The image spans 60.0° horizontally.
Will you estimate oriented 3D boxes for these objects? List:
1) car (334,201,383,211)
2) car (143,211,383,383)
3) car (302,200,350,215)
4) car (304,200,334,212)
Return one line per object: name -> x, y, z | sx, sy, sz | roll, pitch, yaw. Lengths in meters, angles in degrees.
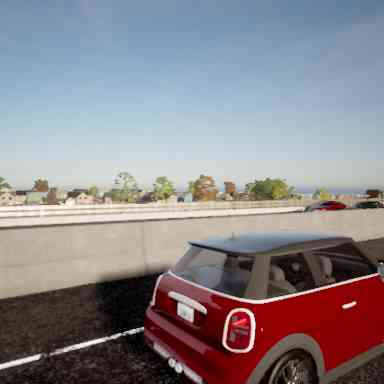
car -> 13.864, 1.487, 26.492 | 5.008, 1.535, 1.882 | 0, 0, -34
car -> 1.660, 1.351, 4.913 | 4.553, 1.767, 2.097 | 0, 0, -35
car -> 14.259, 1.562, 35.224 | 5.357, 1.411, 2.033 | 0, 0, -34
car -> 12.285, 1.534, 29.652 | 4.674, 1.442, 1.812 | 0, 0, -34
